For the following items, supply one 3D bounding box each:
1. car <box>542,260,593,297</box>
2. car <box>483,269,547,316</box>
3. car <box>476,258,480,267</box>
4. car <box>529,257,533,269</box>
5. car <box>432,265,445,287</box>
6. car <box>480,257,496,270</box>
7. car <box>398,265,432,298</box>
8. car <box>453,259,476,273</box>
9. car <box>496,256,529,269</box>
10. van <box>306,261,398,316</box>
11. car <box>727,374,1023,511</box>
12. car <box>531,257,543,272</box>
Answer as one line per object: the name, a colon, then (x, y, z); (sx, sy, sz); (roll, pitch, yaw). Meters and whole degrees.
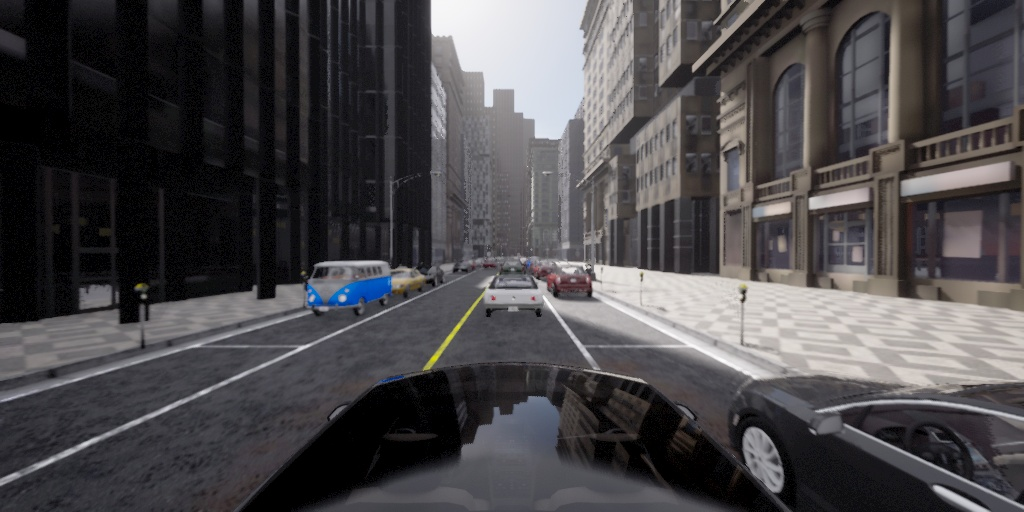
car: (2.855, 1.150, 18.562); (1.967, 1.591, 4.097); (0, 0, 0)
car: (0.061, 1.324, 13.178); (1.895, 1.301, 4.718); (0, 0, 0)
car: (-5.672, 1.194, 46.799); (1.888, 1.381, 4.507); (0, 0, 0)
car: (2.854, 1.112, 35.507); (1.967, 1.591, 4.097); (0, 0, 0)
car: (-5.670, 1.263, 24.205); (1.948, 1.339, 4.313); (0, 0, 0)
car: (-3.084, 1.240, 51.363); (1.895, 1.301, 4.718); (0, 0, 0)
car: (-5.670, 1.236, 18.385); (1.751, 1.417, 4.829); (0, 0, 0)
car: (-5.671, 1.227, 41.150); (1.948, 1.339, 4.313); (0, 0, 0)
car: (0.068, 1.037, 29.324); (2.097, 1.767, 4.553); (0, 0, 0)
van: (-5.669, 1.064, 12.907); (1.690, 1.789, 3.998); (0, 0, 0)
car: (2.856, 1.300, 1.617); (2.007, 1.370, 4.403); (0, 0, 0)
car: (2.854, 1.125, 29.859); (1.967, 1.591, 4.097); (0, 0, 0)
